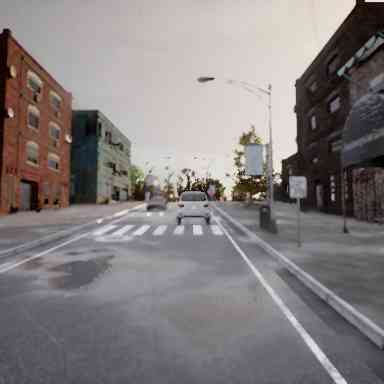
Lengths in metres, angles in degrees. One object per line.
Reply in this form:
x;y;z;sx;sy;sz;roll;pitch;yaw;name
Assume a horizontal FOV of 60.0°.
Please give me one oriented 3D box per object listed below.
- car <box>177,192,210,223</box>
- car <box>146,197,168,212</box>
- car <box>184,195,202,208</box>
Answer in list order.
0.105;1.002;23.295;2.150;2.045;5.566;0;1;0;car
-3.507;1.207;34.364;2.033;1.411;5.357;0;1;1;car
0.108;1.123;41.880;2.033;1.411;5.357;0;1;0;car
